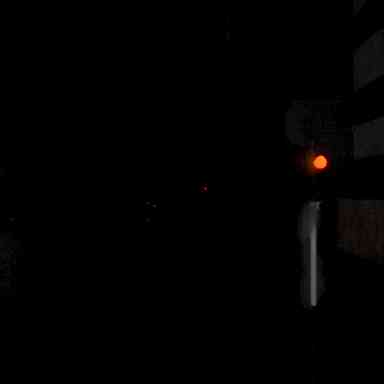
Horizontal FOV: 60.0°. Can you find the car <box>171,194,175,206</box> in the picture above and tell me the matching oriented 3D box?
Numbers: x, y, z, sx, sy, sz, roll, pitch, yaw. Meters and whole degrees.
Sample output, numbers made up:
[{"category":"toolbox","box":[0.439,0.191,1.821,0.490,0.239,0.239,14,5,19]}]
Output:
[{"category":"car","box":[-4.076,1.547,56.716,2.033,1.411,5.357,0,0,0]}]

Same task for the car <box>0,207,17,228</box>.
[{"category":"car","box":[-13.164,1.477,19.849,5.008,1.535,1.882,0,1,1]}]

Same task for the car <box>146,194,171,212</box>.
[{"category":"car","box":[-4.138,1.222,39.675,2.150,2.045,5.566,0,0,0]}]
